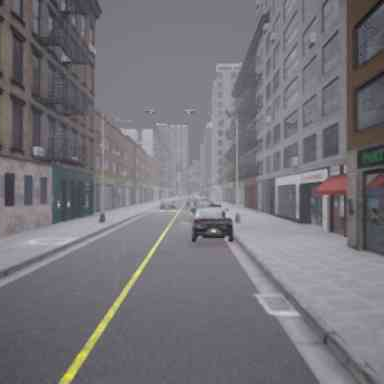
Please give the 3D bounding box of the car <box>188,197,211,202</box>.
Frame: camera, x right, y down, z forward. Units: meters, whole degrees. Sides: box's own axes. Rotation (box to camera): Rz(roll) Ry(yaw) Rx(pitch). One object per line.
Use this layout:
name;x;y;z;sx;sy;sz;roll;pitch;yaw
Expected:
car;0.910;1.328;26.316;2.097;1.767;4.553;0;0;0

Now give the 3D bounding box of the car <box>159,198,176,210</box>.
car;-3.071;1.507;42.883;1.812;1.442;4.674;0;0;0

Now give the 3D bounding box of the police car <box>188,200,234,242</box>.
police car;0.907;1.408;16.455;1.930;1.638;5.238;0;0;0

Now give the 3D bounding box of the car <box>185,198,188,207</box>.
car;0.020;1.481;51.928;2.128;1.511;4.902;0;0;0

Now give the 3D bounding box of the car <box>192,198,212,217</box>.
car;0.913;1.433;32.537;1.801;1.575;5.366;0;0;0
